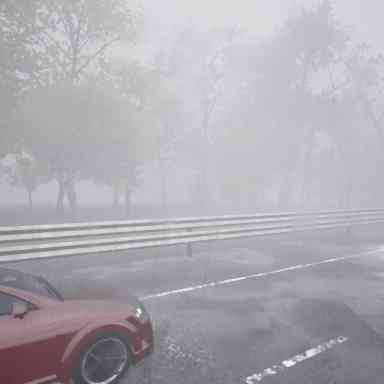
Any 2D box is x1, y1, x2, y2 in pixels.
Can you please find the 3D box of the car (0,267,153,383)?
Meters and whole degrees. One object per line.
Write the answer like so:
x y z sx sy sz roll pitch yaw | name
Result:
-2.562 1.564 3.810 4.181 1.385 1.994 0 0 -35 | car
